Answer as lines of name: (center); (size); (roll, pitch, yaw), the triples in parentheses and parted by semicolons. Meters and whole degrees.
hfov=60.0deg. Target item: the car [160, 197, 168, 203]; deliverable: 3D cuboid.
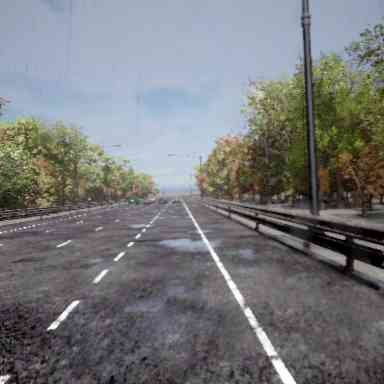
car: (-7.729, 2.211, 92.382); (2.033, 1.411, 5.357); (-2, 0, -2)

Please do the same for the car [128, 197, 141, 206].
car: (-14.306, 2.226, 81.716); (2.150, 2.045, 5.566); (-2, 0, -2)

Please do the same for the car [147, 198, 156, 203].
car: (-11.222, 2.417, 92.269); (1.895, 1.301, 4.718); (-2, 0, -2)

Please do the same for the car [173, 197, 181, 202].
car: (-4.235, 2.060, 92.524); (2.033, 1.411, 5.357); (-2, 0, -2)

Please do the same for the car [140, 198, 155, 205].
car: (-10.798, 2.390, 81.827); (2.033, 1.411, 5.357); (-2, 0, -2)

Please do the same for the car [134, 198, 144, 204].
car: (-14.717, 2.497, 92.097); (2.128, 1.511, 4.902); (-2, 0, -2)

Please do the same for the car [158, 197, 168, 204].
car: (-7.321, 2.228, 82.386); (1.812, 1.442, 4.674); (-2, 0, -2)

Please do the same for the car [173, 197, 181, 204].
car: (-3.810, 2.089, 82.112); (2.033, 1.411, 5.357); (-2, 0, -2)
